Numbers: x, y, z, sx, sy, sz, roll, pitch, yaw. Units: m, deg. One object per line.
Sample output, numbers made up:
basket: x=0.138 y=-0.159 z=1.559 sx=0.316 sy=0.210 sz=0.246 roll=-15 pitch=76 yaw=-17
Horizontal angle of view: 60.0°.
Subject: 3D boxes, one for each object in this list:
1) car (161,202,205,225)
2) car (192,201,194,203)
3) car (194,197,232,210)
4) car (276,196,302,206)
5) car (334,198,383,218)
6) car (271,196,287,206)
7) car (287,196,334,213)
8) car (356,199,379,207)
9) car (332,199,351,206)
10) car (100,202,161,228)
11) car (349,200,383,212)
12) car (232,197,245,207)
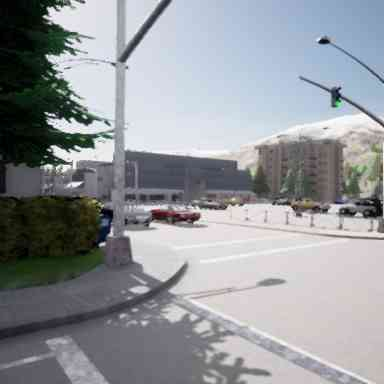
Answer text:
car: x=-1.487 y=1.564 z=23.496 sx=1.895 sy=1.301 sz=4.718 roll=1 pitch=-1 yaw=-36
car: x=1.564 y=1.630 z=51.908 sx=1.970 sy=1.475 sz=3.806 roll=1 pitch=-1 yaw=-36
car: x=2.721 y=1.650 z=44.048 sx=2.007 sy=1.523 sz=4.514 roll=1 pitch=-1 yaw=-36
car: x=19.063 y=1.775 z=65.453 sx=1.932 sy=1.855 sz=4.605 roll=1 pitch=-1 yaw=-36
car: x=16.153 y=1.475 z=31.695 sx=1.905 sy=1.878 sz=3.866 roll=1 pitch=-1 yaw=-36
car: x=16.950 y=1.718 z=63.418 sx=1.905 sy=1.878 sz=3.866 roll=1 pitch=-1 yaw=-36
car: x=14.211 y=1.537 z=39.998 sx=1.932 sy=1.855 sz=4.605 roll=1 pitch=-1 yaw=-36
car: x=36.134 y=2.259 z=68.458 sx=1.970 sy=1.475 sz=3.806 roll=1 pitch=-1 yaw=-36
car: x=34.205 y=2.286 z=76.219 sx=1.845 sy=1.501 sz=3.633 roll=1 pitch=-1 yaw=-36
car: x=-4.292 y=1.411 z=21.204 sx=2.128 sy=1.511 sz=4.902 roll=1 pitch=0 yaw=-36
car: x=24.723 y=1.895 z=46.712 sx=2.007 sy=1.523 sz=4.514 roll=1 pitch=-1 yaw=-36
car: x=6.577 y=1.633 z=55.928 sx=2.152 sy=1.636 sz=5.027 roll=1 pitch=-1 yaw=-36
